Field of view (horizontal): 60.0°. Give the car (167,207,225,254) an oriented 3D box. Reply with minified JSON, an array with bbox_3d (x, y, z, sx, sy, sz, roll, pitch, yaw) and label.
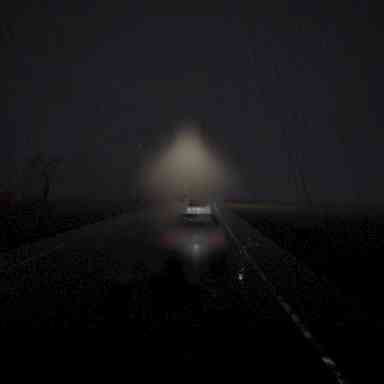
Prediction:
[{"bbox_3d":[0.195,1.475,12.783,1.895,1.301,4.718,0,1,2],"label":"car"}]

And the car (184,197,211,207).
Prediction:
[{"bbox_3d":[0.629,1.351,27.741,1.895,1.301,4.718,0,0,3],"label":"car"}]

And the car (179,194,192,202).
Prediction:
[{"bbox_3d":[-1.099,1.060,59.656,1.837,1.490,4.892,0,0,5],"label":"car"}]

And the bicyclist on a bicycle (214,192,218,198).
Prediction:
[{"bbox_3d":[6.281,0.940,89.061,0.582,1.620,1.656,0,0,7],"label":"bicyclist on a bicycle"}]
